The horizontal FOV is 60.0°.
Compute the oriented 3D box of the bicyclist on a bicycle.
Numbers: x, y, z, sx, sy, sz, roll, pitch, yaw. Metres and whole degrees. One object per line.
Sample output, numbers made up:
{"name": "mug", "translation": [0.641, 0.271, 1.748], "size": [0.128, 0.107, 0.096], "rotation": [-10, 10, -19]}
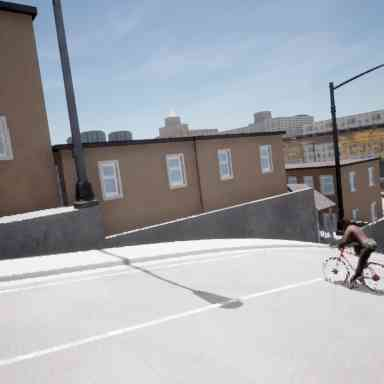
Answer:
{"name": "bicyclist on a bicycle", "translation": [3.749, 1.448, 7.696], "size": [0.582, 1.620, 1.656], "rotation": [-1, -2, -35]}
